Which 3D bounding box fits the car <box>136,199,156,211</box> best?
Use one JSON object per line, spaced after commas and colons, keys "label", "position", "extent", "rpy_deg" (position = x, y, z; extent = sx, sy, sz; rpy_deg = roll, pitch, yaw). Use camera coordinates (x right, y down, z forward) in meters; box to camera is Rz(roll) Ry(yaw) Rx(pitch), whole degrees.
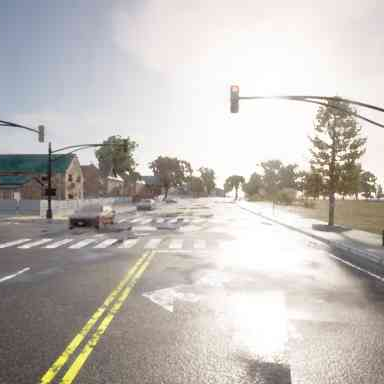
{"label": "car", "position": [-5.578, 1.615, 40.919], "extent": [1.837, 1.490, 4.892], "rpy_deg": [0, 0, 3]}

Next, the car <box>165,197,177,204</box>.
{"label": "car", "position": [-4.132, 1.656, 65.845], "extent": [1.812, 1.442, 4.674], "rpy_deg": [0, 0, 4]}

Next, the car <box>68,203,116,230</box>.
{"label": "car", "position": [-6.244, 1.510, 21.295], "extent": [1.882, 1.535, 5.008], "rpy_deg": [0, 0, 1]}
